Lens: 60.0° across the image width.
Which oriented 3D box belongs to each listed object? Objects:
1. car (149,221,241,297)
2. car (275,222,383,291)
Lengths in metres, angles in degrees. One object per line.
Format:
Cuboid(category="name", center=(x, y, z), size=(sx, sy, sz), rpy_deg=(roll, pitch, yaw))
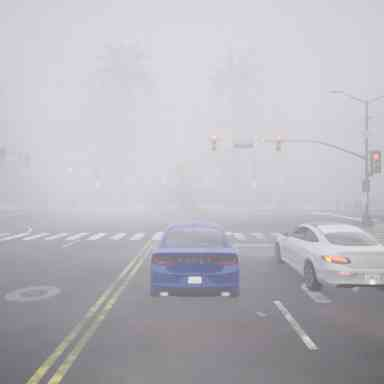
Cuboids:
Cuboid(category="car", center=(0.065, 1.478, 8.628), size=(1.882, 1.535, 5.008), rpy_deg=(0, 0, 0))
Cuboid(category="car", center=(3.566, 1.526, 8.878), size=(1.812, 1.442, 4.674), rpy_deg=(0, 0, 0))
